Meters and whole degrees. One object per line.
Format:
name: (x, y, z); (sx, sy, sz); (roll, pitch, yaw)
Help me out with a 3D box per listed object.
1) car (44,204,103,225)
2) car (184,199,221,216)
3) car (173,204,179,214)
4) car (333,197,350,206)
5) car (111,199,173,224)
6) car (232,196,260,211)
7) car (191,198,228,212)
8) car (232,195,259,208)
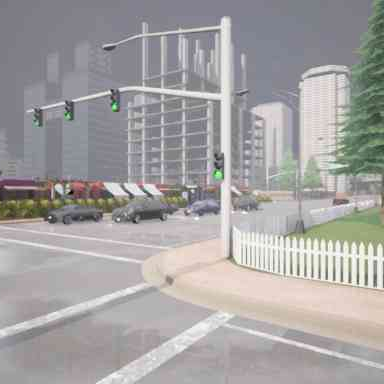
car: (-8.606, 1.563, 24.422); (1.994, 1.385, 4.181); (0, 0, 34)
car: (1.060, 1.525, 32.433); (1.812, 1.442, 4.674); (0, 0, 34)
car: (-3.423, 1.547, 32.076); (2.033, 1.411, 5.357); (0, 0, 34)
car: (24.103, 1.477, 53.649); (1.882, 1.535, 5.008); (0, 0, 34)
car: (-3.892, 1.351, 25.140); (2.097, 1.767, 4.553); (0, 0, 34)
car: (6.696, 1.504, 40.759); (1.837, 1.490, 4.892); (0, 0, 34)
car: (2.223, 1.547, 40.411); (2.033, 1.411, 5.357); (0, 0, 34)
car: (7.927, 1.351, 48.764); (2.097, 1.767, 4.553); (0, 0, 35)
